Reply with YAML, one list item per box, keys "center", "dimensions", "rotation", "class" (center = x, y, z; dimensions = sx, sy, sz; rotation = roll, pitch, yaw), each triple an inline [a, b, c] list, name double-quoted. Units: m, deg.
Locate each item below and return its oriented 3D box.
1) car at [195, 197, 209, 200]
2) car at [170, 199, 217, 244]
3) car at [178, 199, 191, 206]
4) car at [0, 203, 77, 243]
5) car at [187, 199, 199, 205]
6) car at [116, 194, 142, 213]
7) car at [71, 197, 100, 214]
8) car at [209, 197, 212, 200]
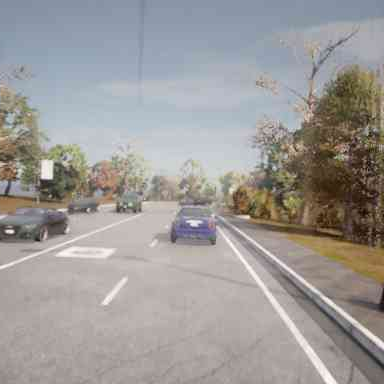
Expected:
- center: [1.808, 2.125, 73.866]
  dimensions: [2.150, 2.045, 5.566]
  rotation: [3, -1, 8]
  class: "car"
- center: [0.097, 1.470, 16.852]
  dimensions: [2.097, 1.767, 4.553]
  rotation: [3, 0, 0]
  class: "car"
- center: [-1.697, 2.277, 74.126]
  dimensions: [2.033, 1.411, 5.357]
  rotation: [3, -1, 8]
  class: "car"
- center: [-7.001, 1.337, 14.803]
  dimensions: [1.994, 1.385, 4.181]
  rotation: [3, 0, 0]
  class: "car"
- center: [0.195, 2.498, 84.588]
  dimensions: [1.994, 1.385, 4.181]
  rotation: [3, -1, 15]
  class: "car"
- center: [-6.912, 1.219, 37.218]
  dimensions: [2.150, 2.045, 5.566]
  rotation: [3, -1, 0]
  class: "car"
- center: [-10.460, 1.264, 32.531]
  dimensions: [1.882, 1.535, 5.008]
  rotation: [3, -1, 0]
  class: "car"
- center: [3.745, 2.345, 84.322]
  dimensions: [2.150, 2.045, 5.566]
  rotation: [3, -1, 15]
  class: "car"
